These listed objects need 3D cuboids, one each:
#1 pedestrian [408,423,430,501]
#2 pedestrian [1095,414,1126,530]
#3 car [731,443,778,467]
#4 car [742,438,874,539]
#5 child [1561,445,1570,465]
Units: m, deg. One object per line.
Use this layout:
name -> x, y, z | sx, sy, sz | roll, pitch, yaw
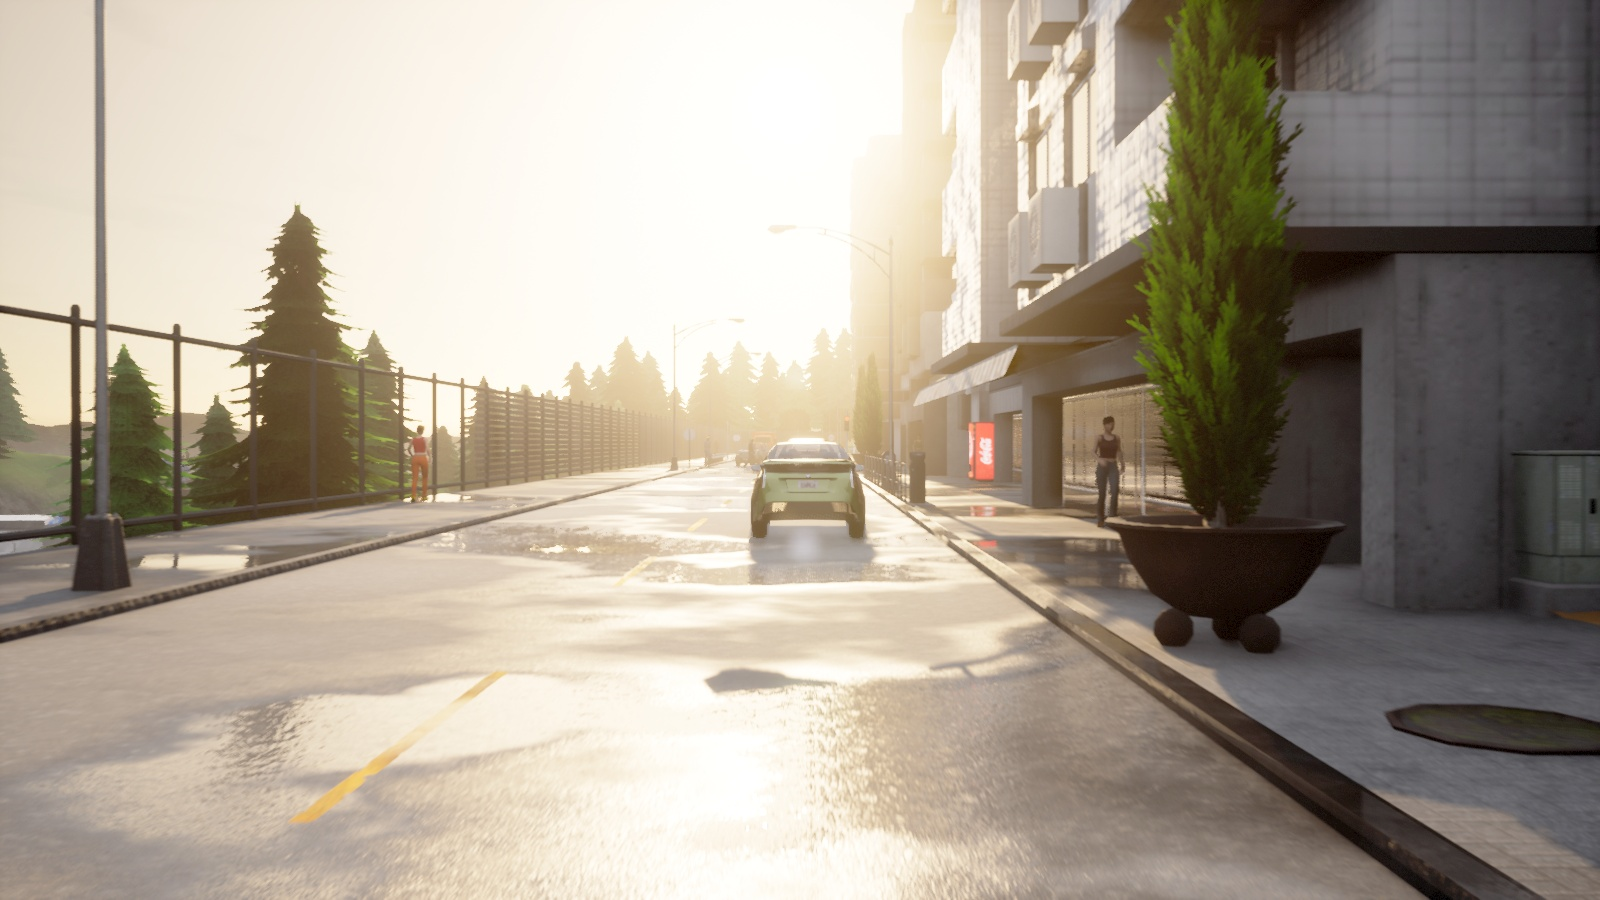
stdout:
pedestrian -> -8.990, 0.282, 29.664 | 0.345, 1.836, 0.594 | 0, 0, 0
pedestrian -> 4.998, 0.346, 20.241 | 0.345, 1.836, 0.594 | 0, 0, 0
car -> -2.895, 0.301, 80.761 | 1.845, 1.501, 3.633 | 0, 1, 19
car -> 0.134, 0.573, 21.291 | 2.007, 1.525, 4.514 | 0, 0, 0
child -> 49.243, 0.321, 80.814 | 0.437, 1.263, 0.270 | 0, 0, 11
